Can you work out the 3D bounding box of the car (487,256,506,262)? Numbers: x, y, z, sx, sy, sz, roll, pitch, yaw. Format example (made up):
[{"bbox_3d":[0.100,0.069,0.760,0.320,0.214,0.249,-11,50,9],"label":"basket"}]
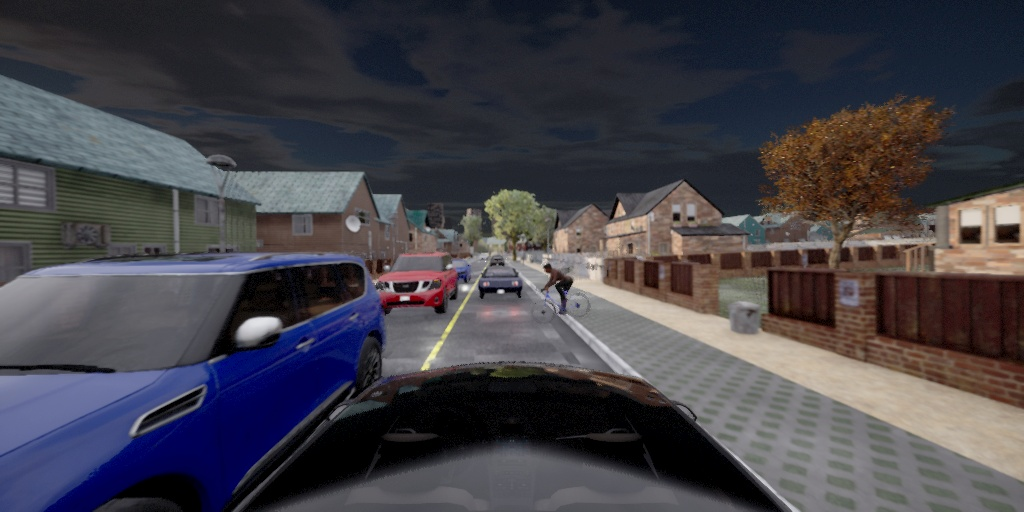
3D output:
[{"bbox_3d":[-1.846,0.702,45.241,1.837,1.490,4.892,-1,1,-3],"label":"car"}]

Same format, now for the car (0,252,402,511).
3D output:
[{"bbox_3d":[-2.863,0.989,3.228,2.150,2.045,5.566,-1,1,-3],"label":"car"}]

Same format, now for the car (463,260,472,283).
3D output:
[{"bbox_3d":[-3.845,0.981,24.741,1.882,1.535,5.008,-1,1,-2],"label":"car"}]

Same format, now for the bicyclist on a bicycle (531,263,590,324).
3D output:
[{"bbox_3d":[1.258,0.992,9.853,1.656,1.620,0.582,-10,1,-2],"label":"bicyclist on a bicycle"}]

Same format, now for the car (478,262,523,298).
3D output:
[{"bbox_3d":[-0.563,1.162,17.141,1.895,1.301,4.718,-1,1,-2],"label":"car"}]

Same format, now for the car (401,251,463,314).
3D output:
[{"bbox_3d":[-3.334,0.860,13.526,2.150,2.045,5.566,-1,1,-2],"label":"car"}]
